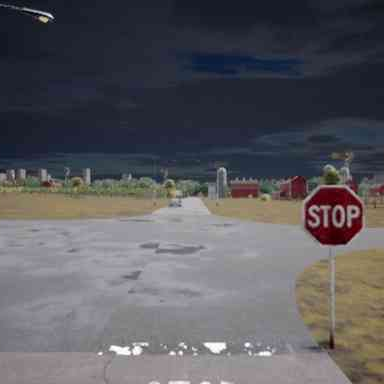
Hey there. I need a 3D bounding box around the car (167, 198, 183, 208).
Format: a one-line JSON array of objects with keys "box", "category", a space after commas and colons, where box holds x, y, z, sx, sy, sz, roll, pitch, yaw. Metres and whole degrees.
[{"box": [-2.424, 1.622, 48.821, 1.812, 1.442, 4.674, 0, 0, 1], "category": "car"}]
